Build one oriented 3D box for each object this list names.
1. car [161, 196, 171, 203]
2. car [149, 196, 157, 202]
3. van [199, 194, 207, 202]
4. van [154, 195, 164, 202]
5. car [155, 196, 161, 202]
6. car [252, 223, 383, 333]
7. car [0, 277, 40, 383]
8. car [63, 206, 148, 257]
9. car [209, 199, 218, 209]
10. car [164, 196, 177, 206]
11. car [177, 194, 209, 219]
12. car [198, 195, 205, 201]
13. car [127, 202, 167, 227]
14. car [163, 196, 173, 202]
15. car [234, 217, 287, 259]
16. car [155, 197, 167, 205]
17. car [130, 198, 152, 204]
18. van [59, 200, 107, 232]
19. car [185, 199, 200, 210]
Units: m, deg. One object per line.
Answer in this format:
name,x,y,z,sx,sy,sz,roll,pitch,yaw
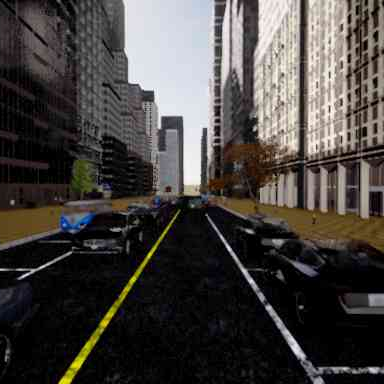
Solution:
car,-5.799,1.688,74.289,2.008,1.369,4.403,-1,0,0
car,-5.754,1.585,40.369,1.752,1.417,4.829,-1,0,0
van,2.569,1.488,79.926,1.690,1.788,3.998,-1,0,0
van,-5.772,1.425,51.788,1.690,1.788,3.998,-1,0,0
car,-5.761,1.616,46.163,1.887,1.381,4.507,-1,0,0
car,2.673,1.570,6.799,1.947,1.339,4.313,-1,0,0
car,-3.100,1.552,2.471,2.033,1.411,5.357,0,0,0
car,-3.106,1.520,13.020,1.837,1.490,4.892,0,0,0
car,2.619,1.648,46.175,1.802,1.307,4.206,-1,0,0
car,-3.126,1.587,57.768,2.128,1.511,4.902,0,0,0
car,0.065,1.254,29.188,2.150,2.045,5.566,0,0,0
car,2.555,1.620,91.175,1.967,1.590,4.097,-1,0,0
car,-3.077,1.629,23.315,1.895,1.301,4.718,0,0,0
car,-5.807,1.703,79.913,2.008,1.369,4.403,-1,0,0
car,2.665,1.576,12.424,1.947,1.339,4.313,-1,0,0
car,-5.784,1.654,63.038,1.887,1.381,4.507,-1,0,0
car,-5.746,1.600,34.913,2.008,1.369,4.403,-1,0,0
van,-5.726,1.364,18.038,1.690,1.788,3.998,-1,0,0
car,0.042,1.664,44.025,1.895,1.301,4.718,0,0,0
